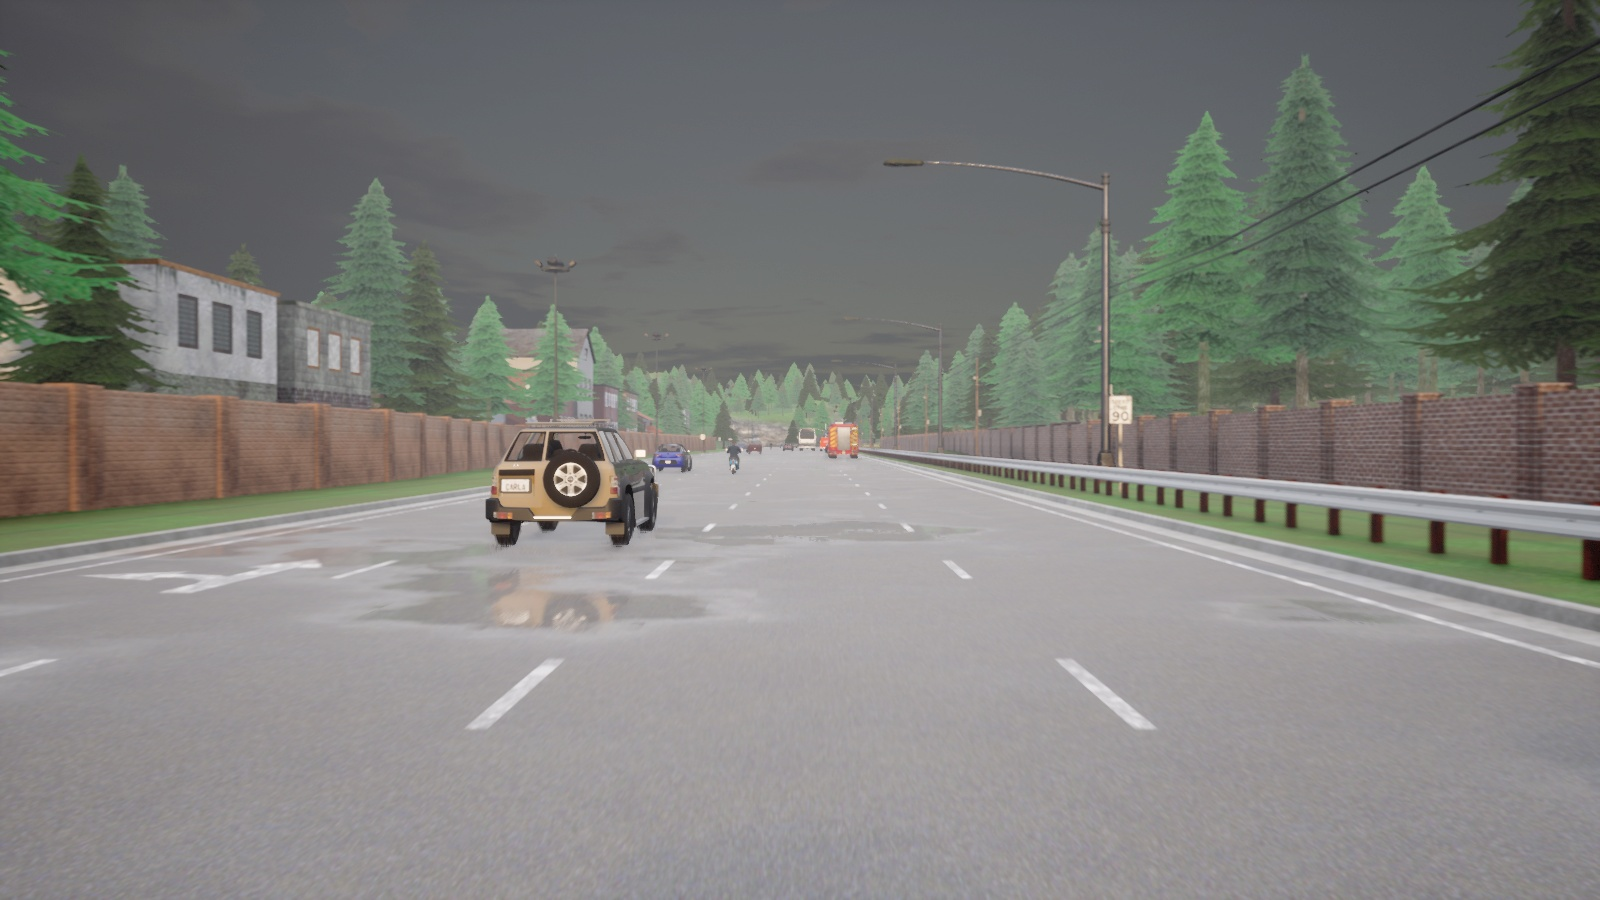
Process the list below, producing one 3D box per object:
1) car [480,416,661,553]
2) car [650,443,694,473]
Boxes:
[{"bbox_3d":[-3.374,0.452,19.372,1.932,1.855,4.605,0,0,0],"label":"car"},{"bbox_3d":[-6.615,0.392,65.124,1.816,1.474,4.193,0,0,0],"label":"car"}]
